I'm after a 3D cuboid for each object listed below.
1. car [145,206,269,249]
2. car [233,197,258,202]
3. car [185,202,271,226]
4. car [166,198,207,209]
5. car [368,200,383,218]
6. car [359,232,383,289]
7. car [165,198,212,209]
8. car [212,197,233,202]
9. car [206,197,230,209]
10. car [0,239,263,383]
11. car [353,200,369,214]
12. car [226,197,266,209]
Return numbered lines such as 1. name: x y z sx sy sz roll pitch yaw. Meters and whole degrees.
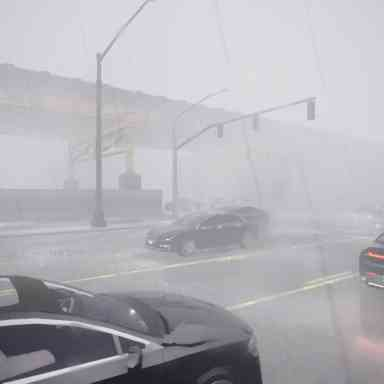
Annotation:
1. car: 0.540 1.505 12.954 4.892 1.490 1.837 0 0 -35
2. car: 7.092 1.295 44.434 4.536 1.218 1.853 0 0 -7
3. car: 2.281 1.505 18.497 4.892 1.490 1.837 0 0 -36
4. car: -0.582 1.295 38.025 4.536 1.218 1.853 0 0 8
5. car: 17.861 1.548 29.353 5.357 1.411 2.033 0 0 -43
6. car: 5.901 1.505 7.947 4.892 1.490 1.837 0 0 -35
7. car: -0.530 1.453 38.017 4.974 1.542 2.038 0 0 8
8. car: 3.222 1.453 40.692 2.038 1.542 4.974 0 0 18
9. car: 3.238 1.295 40.741 1.853 1.218 4.536 0 0 18
10. car: -1.529 1.491 2.664 4.902 1.511 2.128 0 0 -35
11. car: 18.942 1.547 34.967 5.357 1.411 2.033 0 0 -40
12. car: 7.143 1.452 44.440 4.974 1.542 2.038 0 0 -7
